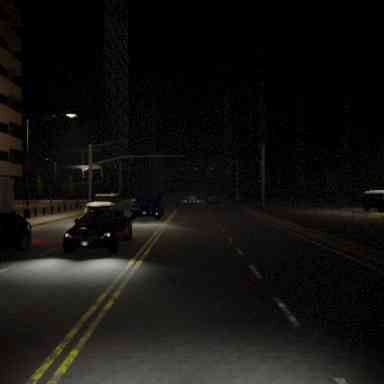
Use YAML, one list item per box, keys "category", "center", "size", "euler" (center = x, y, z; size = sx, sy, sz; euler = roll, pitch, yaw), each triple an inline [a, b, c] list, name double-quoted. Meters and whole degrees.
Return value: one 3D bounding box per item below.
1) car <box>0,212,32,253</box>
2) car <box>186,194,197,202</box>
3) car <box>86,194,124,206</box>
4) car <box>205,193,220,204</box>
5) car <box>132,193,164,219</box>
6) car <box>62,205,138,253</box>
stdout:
- category: "car"
  center: [-7.094, 1.441, 10.968]
  size: [1.837, 1.490, 4.892]
  euler: [0, 0, 0]
- category: "car"
  center: [-0.020, 1.147, 63.704]
  size: [1.812, 1.442, 4.674]
  euler: [0, 0, 0]
- category: "car"
  center: [-7.012, 1.156, 27.146]
  size: [2.150, 2.045, 5.566]
  euler: [0, 0, 0]
- category: "car"
  center: [3.475, 1.176, 53.700]
  size: [1.812, 1.442, 4.674]
  euler: [0, 0, 0]
- category: "car"
  center: [-3.512, 1.156, 27.147]
  size: [2.150, 2.045, 5.566]
  euler: [0, 0, 0]
- category: "car"
  center: [-3.584, 1.445, 13.426]
  size: [1.812, 1.442, 4.674]
  euler: [0, 0, 0]
